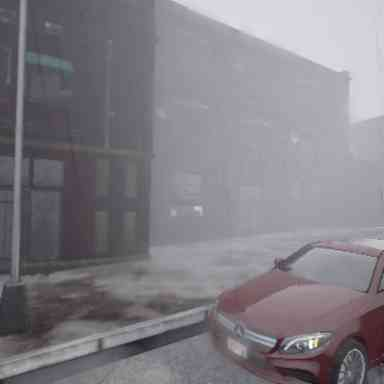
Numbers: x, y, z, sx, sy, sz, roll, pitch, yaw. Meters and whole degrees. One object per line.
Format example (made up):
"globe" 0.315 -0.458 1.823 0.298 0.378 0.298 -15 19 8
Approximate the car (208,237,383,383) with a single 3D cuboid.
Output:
"car" 2.399 1.482 5.083 4.674 1.442 1.812 0 1 -36
